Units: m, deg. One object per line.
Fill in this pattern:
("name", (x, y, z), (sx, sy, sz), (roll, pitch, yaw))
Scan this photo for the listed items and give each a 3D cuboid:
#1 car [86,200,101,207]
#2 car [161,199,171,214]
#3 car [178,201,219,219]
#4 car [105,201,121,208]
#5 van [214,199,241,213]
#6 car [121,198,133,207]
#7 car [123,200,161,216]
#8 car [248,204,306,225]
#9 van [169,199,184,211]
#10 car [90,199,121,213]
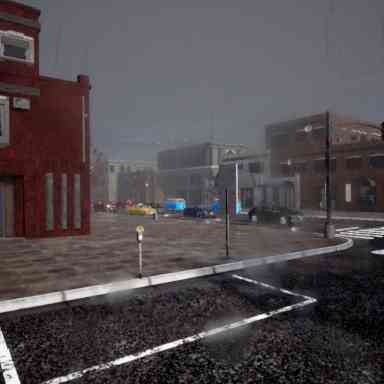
("car", (-22.640, 2.594, 76.246), (1.802, 1.307, 4.206), (-2, 0, -36))
("car", (-5.145, 2.034, 42.481), (1.837, 1.490, 4.892), (-1, 0, -36))
("car", (0.785, 1.950, 34.354), (1.994, 1.385, 4.181), (-1, 0, -35))
("car", (-15.968, 2.432, 67.102), (1.802, 1.307, 4.206), (-2, 0, -36))
("van", (4.040, 1.707, 39.672), (1.690, 1.788, 3.998), (-2, 0, -36))
("car", (-12.640, 2.085, 62.530), (2.192, 1.841, 5.009), (-2, 0, -36))
("car", (-5.958, 2.047, 39.221), (1.752, 1.417, 4.829), (-2, 0, -36))
("car", (6.608, 1.750, 26.353), (1.837, 1.490, 4.892), (-1, 0, -36))
("van", (-2.631, 1.868, 48.814), (1.690, 1.788, 3.998), (-2, 0, -36))
("car", (-12.735, 2.001, 48.501), (2.192, 1.841, 5.009), (-2, 0, -36))
